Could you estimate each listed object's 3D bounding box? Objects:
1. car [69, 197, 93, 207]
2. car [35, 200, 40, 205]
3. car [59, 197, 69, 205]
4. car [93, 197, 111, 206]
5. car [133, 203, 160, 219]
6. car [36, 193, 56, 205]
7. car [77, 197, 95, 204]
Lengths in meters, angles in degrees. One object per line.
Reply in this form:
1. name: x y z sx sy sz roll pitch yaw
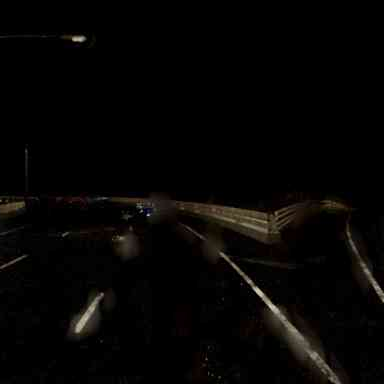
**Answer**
1. car: -17.969 1.627 53.926 1.837 1.490 4.892 0 0 -32
2. car: -28.689 1.720 63.865 2.128 1.511 4.902 0 0 -37
3. car: -23.511 1.684 62.695 1.812 1.442 4.674 0 0 -37
4. car: -15.179 1.595 56.064 2.128 1.511 4.902 0 0 -32
5. car: -4.202 1.630 29.738 1.895 1.301 4.718 0 0 -16
6. car: -26.426 0.972 60.750 1.837 1.490 4.892 -5 12 -38
7. car: -20.630 1.640 64.683 1.994 1.385 4.181 0 0 -37
